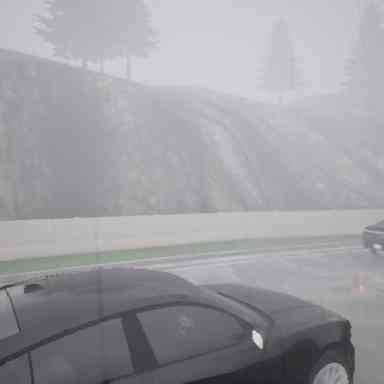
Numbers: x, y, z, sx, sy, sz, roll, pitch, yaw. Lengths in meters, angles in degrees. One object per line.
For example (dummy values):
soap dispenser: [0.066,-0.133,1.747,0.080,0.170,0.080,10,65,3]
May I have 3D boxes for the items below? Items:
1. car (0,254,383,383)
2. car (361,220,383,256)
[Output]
car: [-0.541,1.478,3.033,5.008,1.535,1.882,0,0,-33]
car: [8.124,1.505,11.333,4.902,1.511,2.128,0,0,-20]
